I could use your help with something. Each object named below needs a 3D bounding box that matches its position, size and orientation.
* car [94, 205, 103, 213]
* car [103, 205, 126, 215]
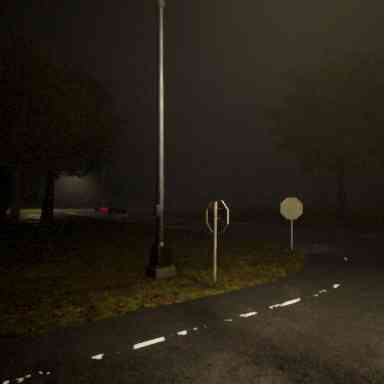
[{"bbox_3d":[-16.623,3.113,61.222,1.994,1.385,4.181,2,-2,-34],"label":"car"},{"bbox_3d":[-12.580,2.907,55.172,1.882,1.535,5.008,2,-2,-33],"label":"car"}]
